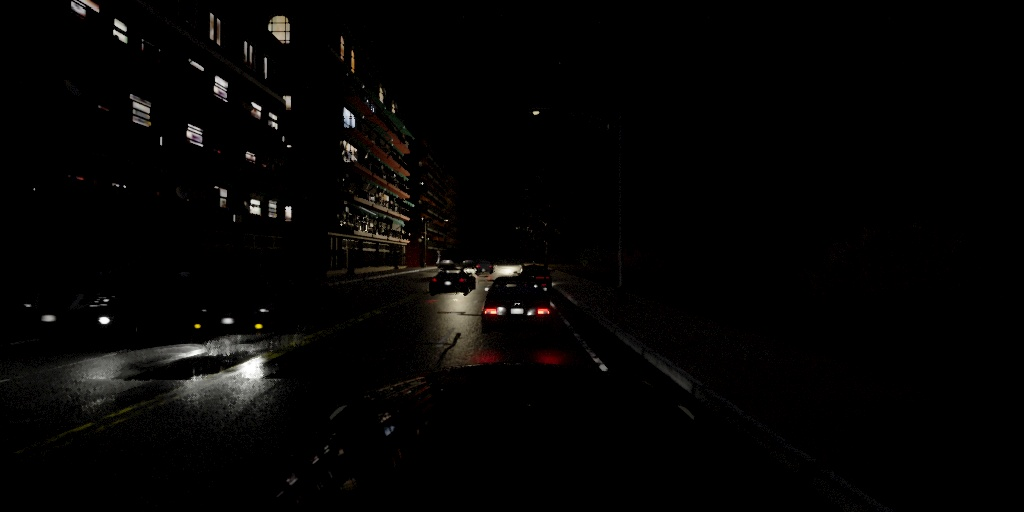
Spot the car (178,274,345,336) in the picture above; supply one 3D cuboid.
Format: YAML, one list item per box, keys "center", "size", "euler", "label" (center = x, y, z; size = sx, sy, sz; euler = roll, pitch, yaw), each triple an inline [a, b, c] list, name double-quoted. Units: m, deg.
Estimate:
- center: [-6.584, 1.315, 10.292]
  size: [1.994, 1.385, 4.181]
  euler: [0, 0, 0]
  label: "car"

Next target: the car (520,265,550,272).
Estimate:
- center: [1.172, 1.257, 20.314]
  size: [1.837, 1.490, 4.892]
  euler: [0, 0, 0]
  label: "car"

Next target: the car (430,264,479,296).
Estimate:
- center: [-3.118, 1.316, 19.484]
  size: [1.994, 1.385, 4.181]
  euler: [0, 0, 0]
  label: "car"

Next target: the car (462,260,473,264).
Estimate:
- center: [-6.495, 1.313, 53.366]
  size: [1.994, 1.385, 4.181]
  euler: [0, 0, 0]
  label: "car"

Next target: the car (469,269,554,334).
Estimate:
- center: [0.117, 1.299, 10.626]
  size: [2.033, 1.411, 5.357]
  euler: [0, 0, 0]
  label: "car"

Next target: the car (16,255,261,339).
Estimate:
- center: [-9.837, 0.972, 10.379]
  size: [2.150, 2.045, 5.566]
  euler: [0, 0, 0]
  label: "car"

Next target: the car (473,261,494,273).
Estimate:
- center: [-3.079, 1.276, 41.202]
  size: [1.812, 1.442, 4.674]
  euler: [0, 0, 0]
  label: "car"

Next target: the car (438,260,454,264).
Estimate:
- center: [-9.746, 1.297, 53.472]
  size: [2.033, 1.411, 5.357]
  euler: [0, 0, 0]
  label: "car"
